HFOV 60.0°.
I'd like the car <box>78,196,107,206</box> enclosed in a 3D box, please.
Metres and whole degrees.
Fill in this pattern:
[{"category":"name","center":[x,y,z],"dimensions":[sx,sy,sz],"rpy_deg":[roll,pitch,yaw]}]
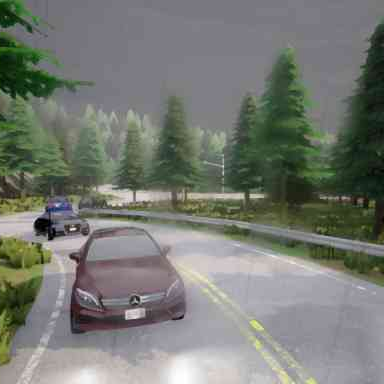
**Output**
[{"category":"car","center":[-12.690,1.289,42.815],"dimensions":[2.097,1.767,4.553],"rpy_deg":[2,2,13]}]

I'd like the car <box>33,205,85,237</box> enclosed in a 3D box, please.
[{"category":"car","center":[-7.042,1.664,17.771],"dimensions":[1.994,1.385,4.181],"rpy_deg":[-4,2,-38]}]

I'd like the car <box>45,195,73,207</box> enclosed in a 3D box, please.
[{"category":"car","center":[-12.841,1.326,32.227],"dimensions":[2.150,2.045,5.566],"rpy_deg":[-1,0,-18]}]

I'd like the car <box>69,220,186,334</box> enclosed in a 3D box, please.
[{"category":"car","center":[-1.517,1.523,7.069],"dimensions":[1.812,1.442,4.674],"rpy_deg":[-2,0,-17]}]
